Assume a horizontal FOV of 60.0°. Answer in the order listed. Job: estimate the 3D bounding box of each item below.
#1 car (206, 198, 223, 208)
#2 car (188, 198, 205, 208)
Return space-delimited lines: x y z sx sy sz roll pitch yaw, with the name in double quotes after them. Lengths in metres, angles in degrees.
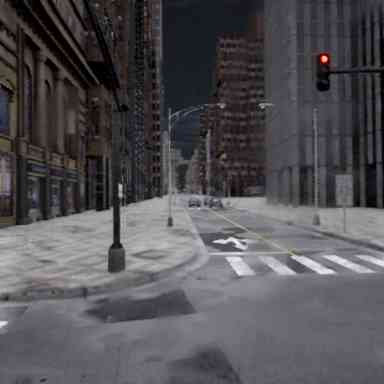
3.557 1.647 49.896 1.812 1.442 4.674 0 0 -2 "car"
0.407 1.702 52.502 2.033 1.411 5.357 0 0 -2 "car"
